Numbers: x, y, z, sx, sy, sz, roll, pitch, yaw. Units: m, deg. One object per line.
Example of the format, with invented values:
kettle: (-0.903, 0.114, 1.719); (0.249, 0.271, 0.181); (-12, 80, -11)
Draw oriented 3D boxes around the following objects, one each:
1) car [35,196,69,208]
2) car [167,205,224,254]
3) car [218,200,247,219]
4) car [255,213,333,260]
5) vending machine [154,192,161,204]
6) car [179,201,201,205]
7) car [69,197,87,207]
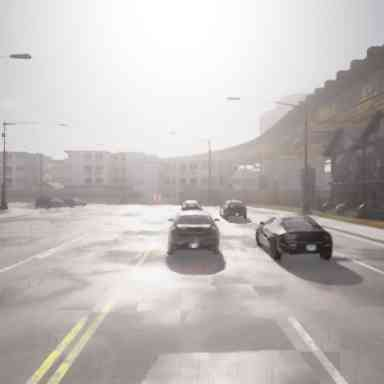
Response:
car: (-19.624, 1.288, 45.904); (4.553, 1.767, 2.097); (0, 0, 34)
car: (0.072, 1.488, 13.357); (1.837, 1.490, 4.892); (0, 1, 0)
car: (3.419, 1.467, 28.336); (1.837, 1.490, 4.892); (0, 1, -2)
car: (3.566, 1.509, 12.200); (1.812, 1.442, 4.674); (0, -1, 0)
vending machine: (-6.382, 1.110, 61.233); (0.880, 2.100, 1.100); (0, 0, 39)
car: (-0.116, 1.485, 29.238); (1.812, 1.442, 4.674); (0, 0, -3)
car: (-17.440, 1.458, 48.833); (4.674, 1.442, 1.812); (0, 0, 35)
